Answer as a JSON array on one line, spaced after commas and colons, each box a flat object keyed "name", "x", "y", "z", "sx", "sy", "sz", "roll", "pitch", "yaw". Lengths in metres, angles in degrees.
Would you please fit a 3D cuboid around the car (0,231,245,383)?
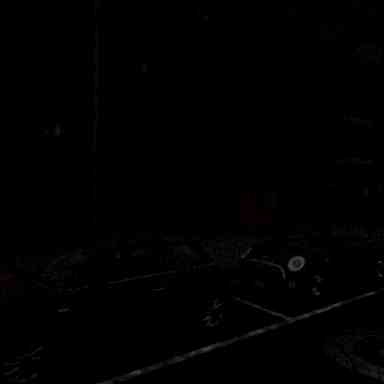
[{"name": "car", "x": -1.393, "y": 1.452, "z": 5.195, "sx": 4.097, "sy": 1.590, "sz": 1.967, "roll": 0, "pitch": 0, "yaw": -36}]

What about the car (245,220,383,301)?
[{"name": "car", "x": 3.090, "y": 1.491, "z": 8.398, "sx": 4.097, "sy": 1.590, "sz": 1.967, "roll": 0, "pitch": 0, "yaw": -36}]
